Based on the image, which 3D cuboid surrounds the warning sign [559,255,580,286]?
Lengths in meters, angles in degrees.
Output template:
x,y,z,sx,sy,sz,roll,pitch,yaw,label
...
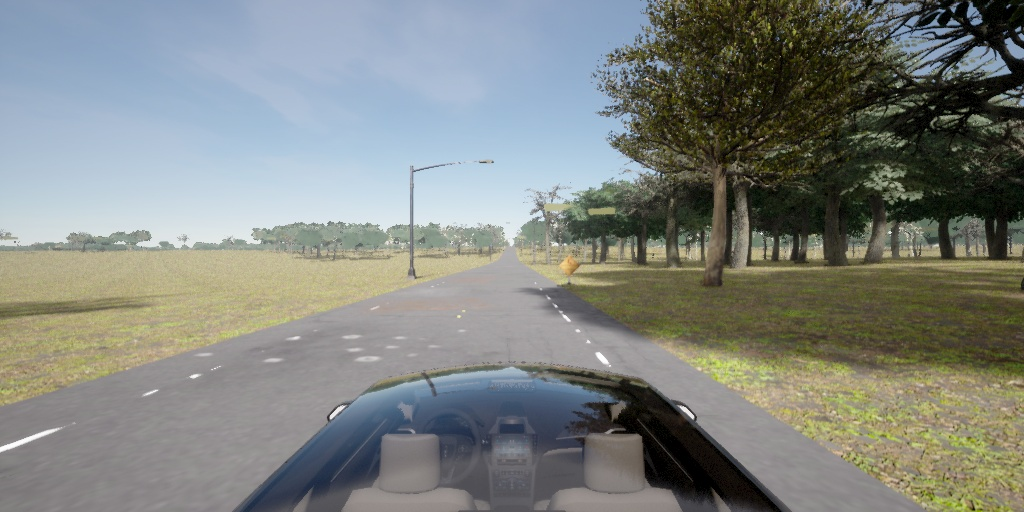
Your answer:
x,y,z,sx,sy,sz,roll,pitch,yaw,label
3.550,0.886,22.293,1.300,1.860,1.060,0,0,0,warning sign
